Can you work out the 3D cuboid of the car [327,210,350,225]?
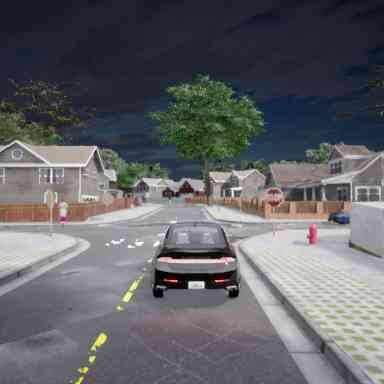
[{"bbox_3d":[11.842,1.475,21.848,5.357,1.411,2.033,-1,-2,1],"label":"car"}]

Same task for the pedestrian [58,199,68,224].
[{"bbox_3d":[-9.707,1.453,25.018,0.375,1.860,0.375,0,-1,1],"label":"pedestrian"}]

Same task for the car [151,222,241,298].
[{"bbox_3d":[0.079,1.506,8.544,2.128,1.511,4.902,0,0,0],"label":"car"}]
